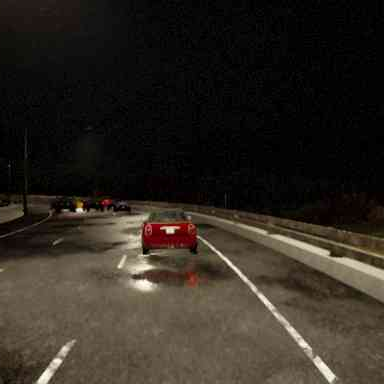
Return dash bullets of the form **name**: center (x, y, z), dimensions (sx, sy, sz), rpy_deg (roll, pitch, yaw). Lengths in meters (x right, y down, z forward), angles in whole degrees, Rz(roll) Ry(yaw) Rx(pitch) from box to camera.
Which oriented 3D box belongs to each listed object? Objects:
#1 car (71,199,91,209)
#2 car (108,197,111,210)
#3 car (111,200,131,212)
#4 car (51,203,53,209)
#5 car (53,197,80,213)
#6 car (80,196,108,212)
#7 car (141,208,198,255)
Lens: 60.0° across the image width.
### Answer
- **car**: center (-18.330, 1.986, 54.746), dimensions (1.882, 1.535, 5.008), rpy_deg (0, 0, -32)
- **car**: center (-11.108, 1.917, 48.519), dimensions (1.837, 1.490, 4.892), rpy_deg (0, -1, -28)
- **car**: center (-9.240, 1.936, 43.855), dimensions (1.994, 1.385, 4.181), rpy_deg (0, -1, -17)
- **car**: center (-20.953, 2.014, 52.297), dimensions (1.837, 1.490, 4.892), rpy_deg (0, 0, -32)
- **car**: center (-16.520, 1.639, 43.558), dimensions (2.150, 2.045, 5.566), rpy_deg (0, 0, -27)
- **car**: center (-13.422, 1.631, 45.216), dimensions (2.150, 2.045, 5.566), rpy_deg (0, 0, -27)
- **car**: center (-1.062, 1.460, 14.177), dimensions (2.097, 1.767, 4.553), rpy_deg (0, 0, -7)
